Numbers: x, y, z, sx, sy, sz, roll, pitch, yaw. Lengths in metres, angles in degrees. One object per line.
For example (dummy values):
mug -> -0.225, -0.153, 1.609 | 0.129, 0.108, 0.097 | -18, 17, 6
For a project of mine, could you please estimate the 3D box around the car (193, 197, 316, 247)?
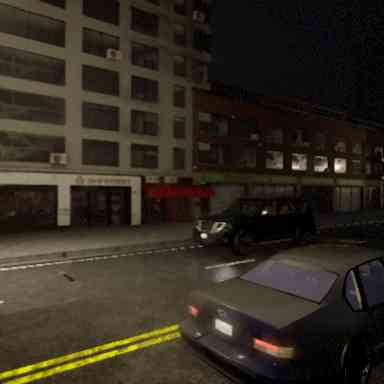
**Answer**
car -> 2.690, 1.226, 13.468 | 5.566, 2.045, 2.150 | 0, 0, -35

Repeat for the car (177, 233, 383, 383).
car -> 2.394, 1.548, 5.145 | 5.357, 1.411, 2.033 | 0, 0, -35
